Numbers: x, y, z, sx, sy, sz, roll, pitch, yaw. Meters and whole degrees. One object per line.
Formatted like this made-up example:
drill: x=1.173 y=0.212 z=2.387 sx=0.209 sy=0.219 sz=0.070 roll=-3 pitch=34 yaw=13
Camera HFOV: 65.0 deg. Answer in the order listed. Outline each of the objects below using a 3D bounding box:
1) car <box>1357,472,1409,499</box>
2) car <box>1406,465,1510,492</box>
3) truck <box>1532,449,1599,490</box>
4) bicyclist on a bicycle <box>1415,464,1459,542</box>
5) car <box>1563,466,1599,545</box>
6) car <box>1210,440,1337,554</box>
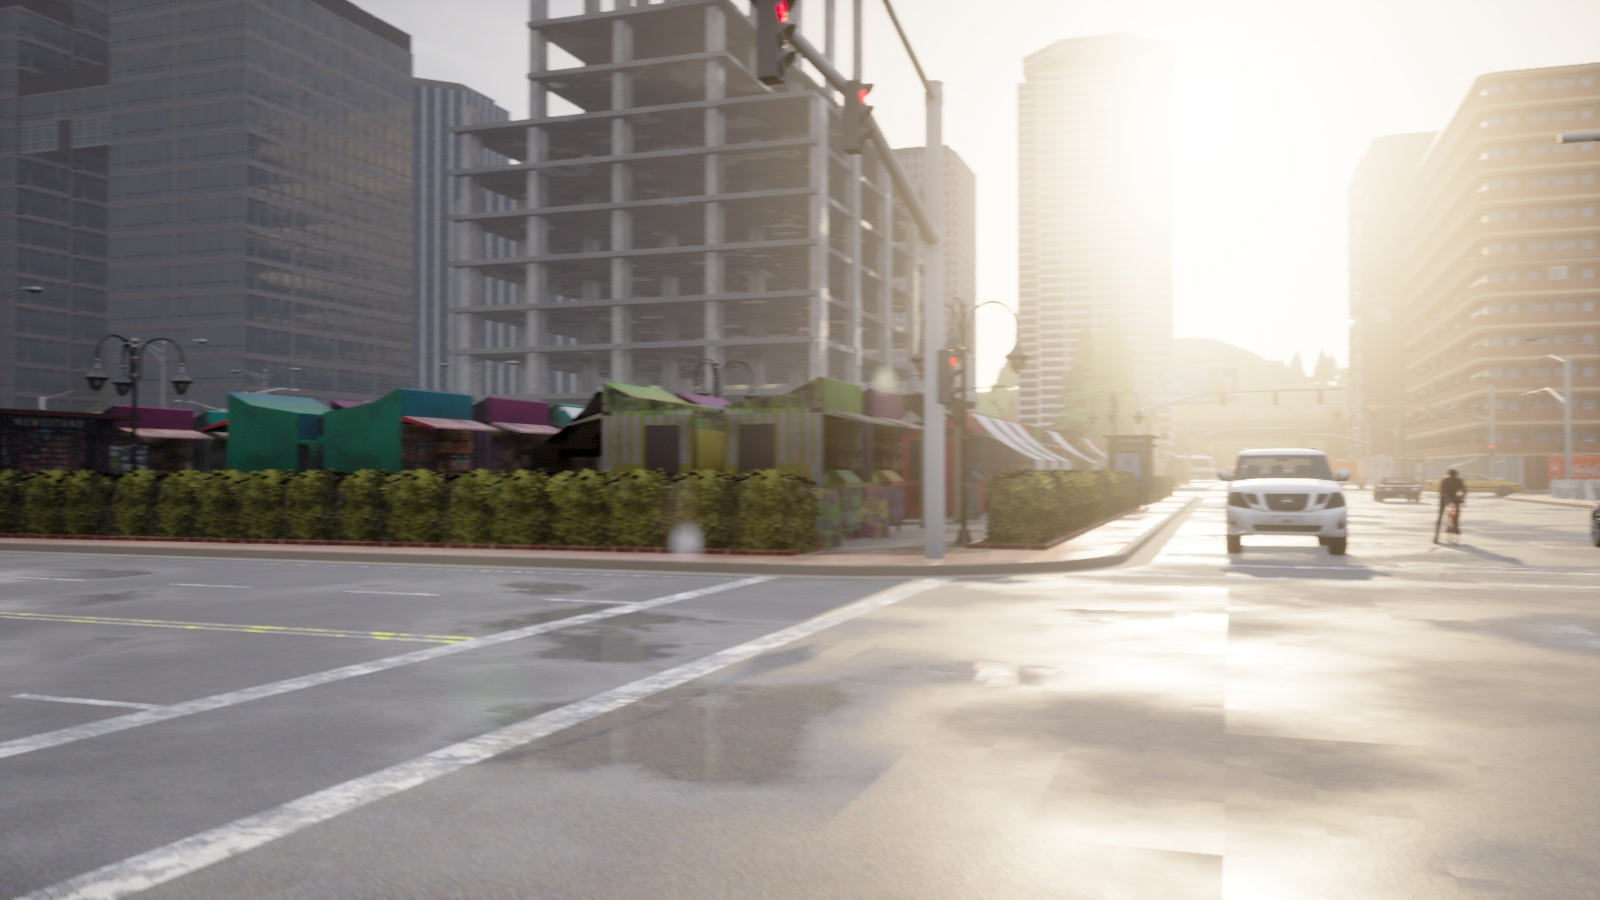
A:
car: x=29.741 y=1.774 z=64.197 sx=1.895 sy=1.301 sz=4.718 roll=-1 pitch=-1 yaw=18
car: x=40.318 y=1.728 z=77.084 sx=5.366 sy=1.575 sz=1.801 roll=-1 pitch=-1 yaw=18
truck: x=49.040 y=1.219 z=78.362 sx=5.204 sy=2.467 sz=2.627 roll=-1 pitch=-1 yaw=12
bicyclist on a bicycle: x=13.670 y=1.119 z=26.974 sx=0.582 sy=1.620 sz=1.656 roll=-1 pitch=-1 yaw=18
car: x=16.467 y=1.075 z=24.237 sx=1.882 sy=1.535 sz=5.008 roll=-1 pitch=-1 yaw=18
car: x=9.528 y=0.895 z=25.619 sx=2.150 sy=2.045 sz=5.566 roll=-1 pitch=-1 yaw=18
